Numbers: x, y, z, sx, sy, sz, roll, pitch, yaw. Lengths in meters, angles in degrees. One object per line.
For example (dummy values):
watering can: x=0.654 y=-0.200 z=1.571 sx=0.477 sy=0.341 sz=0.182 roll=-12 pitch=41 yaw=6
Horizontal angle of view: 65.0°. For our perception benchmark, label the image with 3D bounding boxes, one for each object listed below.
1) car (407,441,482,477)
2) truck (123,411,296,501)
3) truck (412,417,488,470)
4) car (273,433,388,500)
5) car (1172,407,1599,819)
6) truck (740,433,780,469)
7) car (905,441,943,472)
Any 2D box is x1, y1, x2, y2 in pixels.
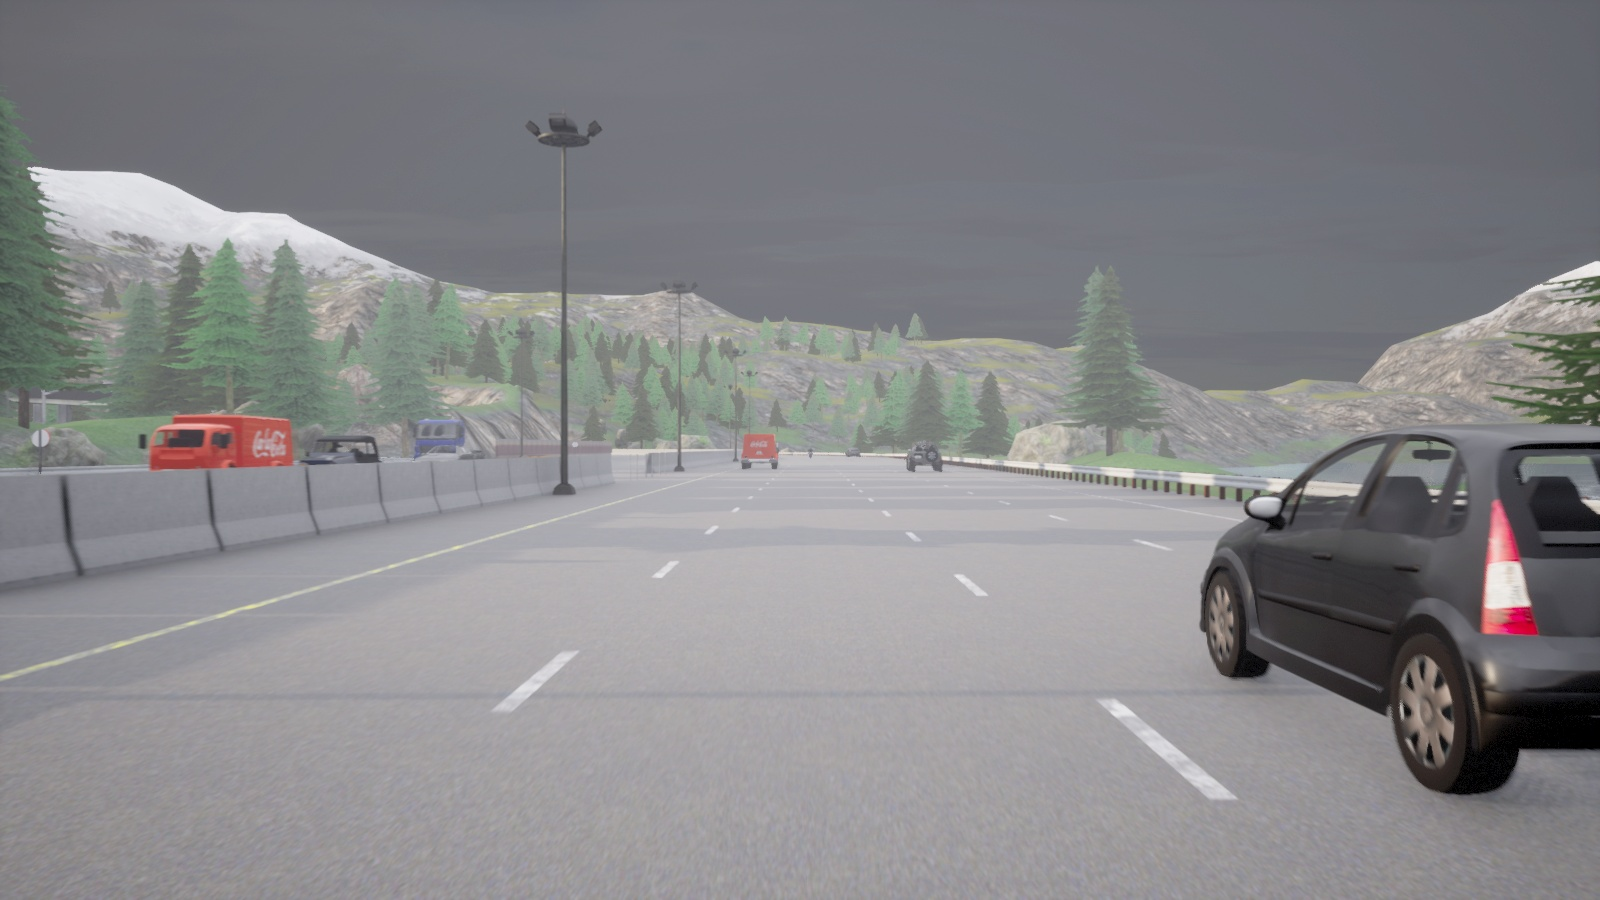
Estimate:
car: x=-17.025 y=0.389 z=60.374 sx=2.152 sy=1.651 sz=5.027 roll=0 pitch=0 yaw=0
truck: x=-17.226 y=0.175 z=37.016 sx=2.627 sy=2.467 sz=5.204 roll=0 pitch=0 yaw=1
truck: x=-23.806 y=-0.429 z=85.777 sx=2.891 sy=3.462 sz=7.936 roll=0 pitch=0 yaw=1
car: x=-13.727 y=0.458 z=36.962 sx=1.905 sy=1.878 sz=3.866 roll=0 pitch=0 yaw=0
car: x=3.556 y=0.635 z=6.915 sx=1.851 sy=1.617 sz=3.988 roll=0 pitch=0 yaw=0
truck: x=-2.778 y=0.077 z=88.896 sx=2.627 sy=2.467 sz=5.204 roll=0 pitch=0 yaw=0
car: x=7.623 y=0.413 z=77.480 sx=1.932 sy=1.855 sz=4.605 roll=0 pitch=0 yaw=0
